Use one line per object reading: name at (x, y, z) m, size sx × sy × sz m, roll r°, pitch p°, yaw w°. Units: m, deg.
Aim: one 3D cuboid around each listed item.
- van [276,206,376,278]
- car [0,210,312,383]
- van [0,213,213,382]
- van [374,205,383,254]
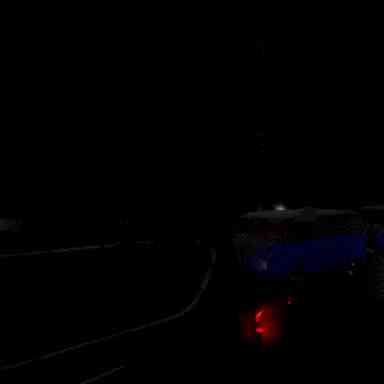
van at (2.782, 1.339, 8.520) m, size 3.998 × 1.788 × 1.690 m, roll 0°, pitch -1°, yaw -35°
car at (-1.915, 1.221, 2.015) m, size 5.566 × 2.045 × 2.150 m, roll 0°, pitch 0°, yaw -35°
van at (-1.770, 1.341, 5.283) m, size 3.998 × 1.788 × 1.690 m, roll 0°, pitch -1°, yaw -35°
van at (7.334, 1.336, 11.757) m, size 3.998 × 1.788 × 1.690 m, roll 0°, pitch -1°, yaw -35°
